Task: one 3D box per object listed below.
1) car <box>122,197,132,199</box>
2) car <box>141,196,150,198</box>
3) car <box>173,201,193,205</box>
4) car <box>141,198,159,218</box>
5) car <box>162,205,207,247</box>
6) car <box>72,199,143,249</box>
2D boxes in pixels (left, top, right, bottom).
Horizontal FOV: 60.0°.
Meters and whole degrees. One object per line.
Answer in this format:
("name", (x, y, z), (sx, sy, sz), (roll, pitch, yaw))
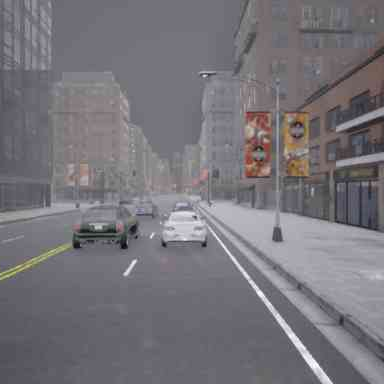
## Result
("car", (-11.472, 1.616, 58.485), (2.033, 1.411, 5.357), (0, 0, -2))
("car", (-8.223, 1.533, 58.587), (2.128, 1.511, 4.902), (0, 0, -2))
("car", (-0.821, 1.536, 29.811), (1.812, 1.442, 4.674), (0, 0, -2))
("car", (-4.069, 1.567, 29.709), (2.033, 1.411, 5.357), (0, 0, -2))
("car", (-0.352, 1.533, 14.818), (1.812, 1.442, 4.674), (0, 0, -2))
("car", (-3.600, 1.367, 14.686), (2.097, 1.767, 4.553), (0, 0, -2))
